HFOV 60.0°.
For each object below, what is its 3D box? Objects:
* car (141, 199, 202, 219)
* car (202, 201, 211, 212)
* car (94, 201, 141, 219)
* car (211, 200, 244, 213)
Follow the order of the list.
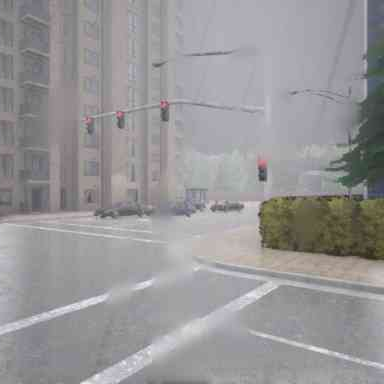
[{"bbox_3d":[-1.706,1.547,29.485,2.033,1.411,5.357,0,0,36],"label":"car"},{"bbox_3d":[-0.348,1.491,37.276,2.128,1.511,4.902,0,0,36],"label":"car"},{"bbox_3d":[-6.042,1.547,29.480,2.033,1.411,5.357,0,0,36],"label":"car"},{"bbox_3d":[3.951,1.601,37.226,1.895,1.301,4.718,0,0,36],"label":"car"}]
